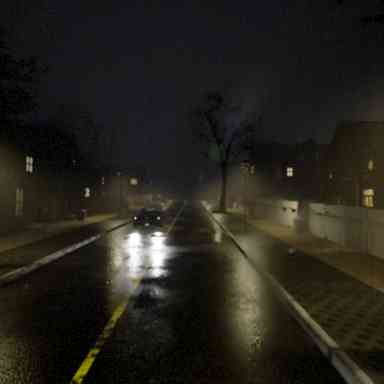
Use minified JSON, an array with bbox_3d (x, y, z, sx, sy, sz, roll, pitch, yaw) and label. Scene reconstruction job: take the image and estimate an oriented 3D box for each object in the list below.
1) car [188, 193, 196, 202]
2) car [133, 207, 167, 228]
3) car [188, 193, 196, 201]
[{"bbox_3d":[-0.041,1.619,78.830,2.033,1.411,5.357,0,0,0],"label":"car"},{"bbox_3d":[-2.762,1.692,22.595,1.895,1.301,4.718,0,0,0],"label":"car"},{"bbox_3d":[-0.046,1.302,89.299,2.150,2.045,5.566,0,0,0],"label":"car"}]
